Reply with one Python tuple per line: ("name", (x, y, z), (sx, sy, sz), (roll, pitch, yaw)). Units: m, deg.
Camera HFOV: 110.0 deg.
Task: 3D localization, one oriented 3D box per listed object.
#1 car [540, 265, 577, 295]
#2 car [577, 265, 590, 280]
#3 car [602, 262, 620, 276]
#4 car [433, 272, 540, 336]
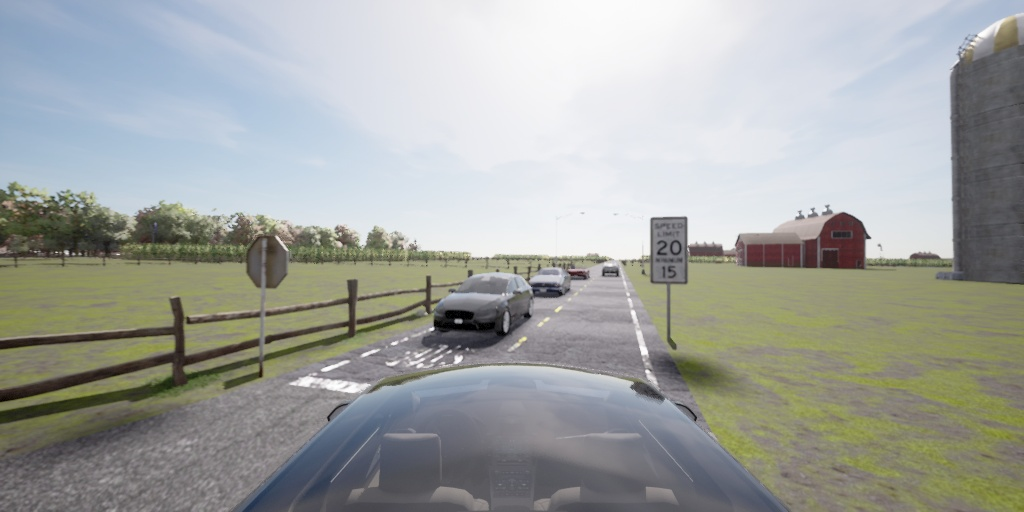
("car", (2.340, 1.409, 20.972), (2.033, 1.411, 5.357), (0, 0, 16))
("car", (6.416, 1.549, 34.701), (1.895, 1.301, 4.718), (0, 0, 17))
("car", (11.300, 1.485, 41.046), (2.128, 1.511, 4.902), (0, 0, 17))
("car", (-0.612, 1.303, 10.801), (1.837, 1.490, 4.892), (0, 0, 16))
